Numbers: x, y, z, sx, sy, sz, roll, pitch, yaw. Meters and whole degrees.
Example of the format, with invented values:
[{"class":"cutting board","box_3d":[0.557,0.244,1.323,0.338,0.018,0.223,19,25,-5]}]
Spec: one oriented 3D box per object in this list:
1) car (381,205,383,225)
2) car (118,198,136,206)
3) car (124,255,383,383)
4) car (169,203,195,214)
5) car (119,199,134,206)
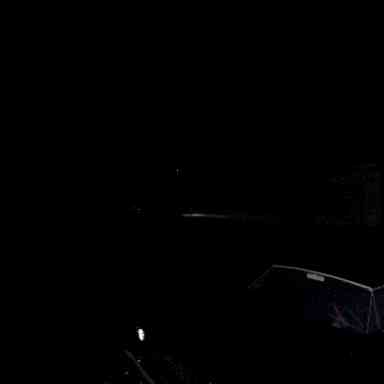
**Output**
[{"class":"car","box_3d":[14.052,1.705,24.015,1.882,1.535,5.008,-1,0,-36]},{"class":"car","box_3d":[-13.539,2.086,68.869,1.812,1.442,4.674,-1,1,-36]},{"class":"car","box_3d":[1.628,1.598,4.171,4.718,1.301,1.895,0,0,-35]},{"class":"car","box_3d":[-1.566,2.215,45.830,2.128,1.511,4.902,-1,0,-36]},{"class":"car","box_3d":[-11.040,1.969,59.196,1.994,1.385,4.181,-1,1,-36]}]
